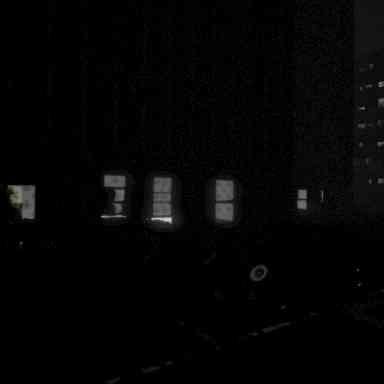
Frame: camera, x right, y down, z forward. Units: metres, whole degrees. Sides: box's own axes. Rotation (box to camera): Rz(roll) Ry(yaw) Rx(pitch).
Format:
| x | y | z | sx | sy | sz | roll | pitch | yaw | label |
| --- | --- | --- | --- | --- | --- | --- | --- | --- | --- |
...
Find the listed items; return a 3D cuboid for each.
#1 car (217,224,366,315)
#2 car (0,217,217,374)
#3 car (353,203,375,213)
| x | y | z | sx | sy | sz | roll | pitch | yaw | label |
| --- | --- | --- | --- | --- | --- | --- | --- | --- | --- |
| 2.163 | 1.510 | 7.641 | 4.097 | 1.590 | 1.967 | 1 | -1 | -35 | car |
| -2.353 | 1.321 | 4.422 | 5.009 | 1.841 | 2.192 | 1 | -1 | -35 | car |
| 24.836 | 2.331 | 49.416 | 1.967 | 1.590 | 4.097 | 0 | -1 | -36 | car |
